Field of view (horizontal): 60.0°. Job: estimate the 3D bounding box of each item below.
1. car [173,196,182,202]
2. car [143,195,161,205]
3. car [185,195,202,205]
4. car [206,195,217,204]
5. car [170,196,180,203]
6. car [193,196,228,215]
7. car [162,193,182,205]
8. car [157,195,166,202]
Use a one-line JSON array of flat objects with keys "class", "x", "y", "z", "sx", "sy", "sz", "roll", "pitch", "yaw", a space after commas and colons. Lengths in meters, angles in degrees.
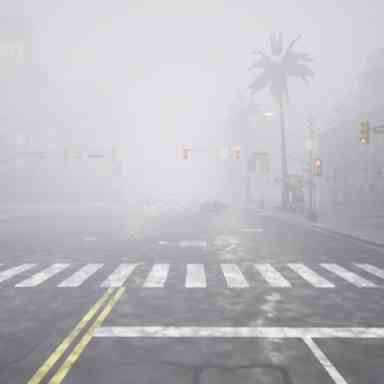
[{"class": "car", "x": -3.357, "y": 1.552, "z": 77.148, "sx": 1.895, "sy": 1.301, "sz": 4.718, "roll": 0, "pitch": 0, "yaw": 0}, {"class": "car", "x": -6.936, "y": 1.321, "z": 56.353, "sx": 2.097, "sy": 1.767, "sz": 4.553, "roll": 0, "pitch": 0, "yaw": 1}, {"class": "car", "x": 0.208, "y": 1.515, "z": 58.026, "sx": 2.033, "sy": 1.411, "sz": 5.357, "roll": 0, "pitch": 0, "yaw": 0}, {"class": "car", "x": 3.720, "y": 1.441, "z": 64.790, "sx": 1.882, "sy": 1.535, "sz": 5.008, "roll": 0, "pitch": 0, "yaw": 0}, {"class": "car", "x": -3.392, "y": 1.488, "z": 67.054, "sx": 1.812, "sy": 1.442, "sz": 4.674, "roll": 0, "pitch": 0, "yaw": 1}, {"class": "car", "x": 2.276, "y": 1.472, "z": 33.664, "sx": 2.128, "sy": 1.511, "sz": 4.902, "roll": 0, "pitch": 0, "yaw": 23}, {"class": "car", "x": -3.421, "y": 1.189, "z": 57.545, "sx": 2.150, "sy": 2.045, "sz": 5.566, "roll": 0, "pitch": 0, "yaw": 1}, {"class": "car", "x": -6.860, "y": 1.482, "z": 75.133, "sx": 1.812, "sy": 1.442, "sz": 4.674, "roll": 0, "pitch": 0, "yaw": 0}]
